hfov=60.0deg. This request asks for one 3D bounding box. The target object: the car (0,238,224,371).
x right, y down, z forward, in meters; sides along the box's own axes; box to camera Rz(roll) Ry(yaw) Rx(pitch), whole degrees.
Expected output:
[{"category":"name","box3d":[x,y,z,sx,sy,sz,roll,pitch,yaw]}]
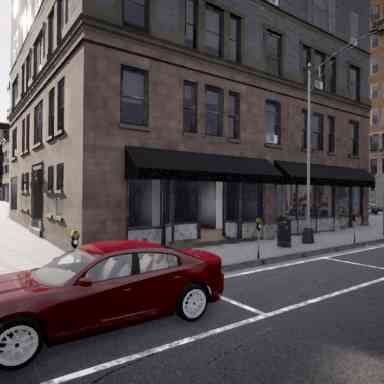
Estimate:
[{"category":"car","box3d":[-1.490,1.545,5.690,4.507,1.381,1.887,0,1,-35]}]

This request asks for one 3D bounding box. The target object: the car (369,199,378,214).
[{"category":"car","box3d":[14.143,1.363,30.824,1.812,1.442,4.674,1,0,-33]}]

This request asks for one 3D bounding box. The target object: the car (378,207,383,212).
[{"category":"car","box3d":[16.400,1.369,33.254,1.837,1.490,4.892,1,0,-35]}]

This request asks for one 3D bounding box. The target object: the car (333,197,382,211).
[{"category":"car","box3d":[19.799,1.382,40.020,1.882,1.535,5.008,1,0,-35]}]
